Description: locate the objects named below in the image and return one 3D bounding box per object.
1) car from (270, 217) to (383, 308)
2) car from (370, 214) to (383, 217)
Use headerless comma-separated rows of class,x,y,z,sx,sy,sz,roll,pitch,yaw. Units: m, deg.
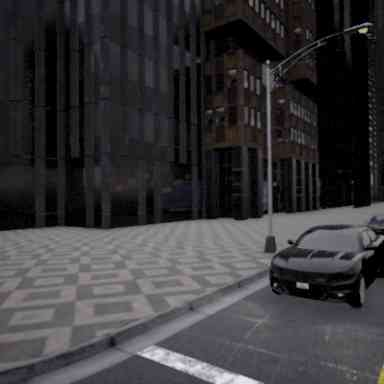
car,3.715,1.605,8.582,1.882,1.535,5.008,-1,-1,38
car,9.653,1.811,16.515,1.895,1.301,4.718,-1,-1,37
